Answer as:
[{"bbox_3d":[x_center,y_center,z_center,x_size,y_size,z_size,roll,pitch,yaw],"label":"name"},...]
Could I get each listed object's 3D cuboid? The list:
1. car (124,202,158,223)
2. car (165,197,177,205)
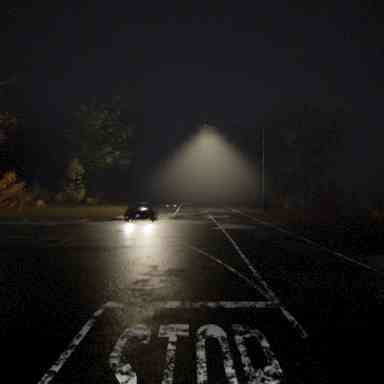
[{"bbox_3d":[-3.489,1.411,23.465,1.994,1.385,4.181,1,-2,0],"label":"car"},{"bbox_3d":[-3.707,1.572,59.983,2.033,1.411,5.357,0,0,-1],"label":"car"}]
